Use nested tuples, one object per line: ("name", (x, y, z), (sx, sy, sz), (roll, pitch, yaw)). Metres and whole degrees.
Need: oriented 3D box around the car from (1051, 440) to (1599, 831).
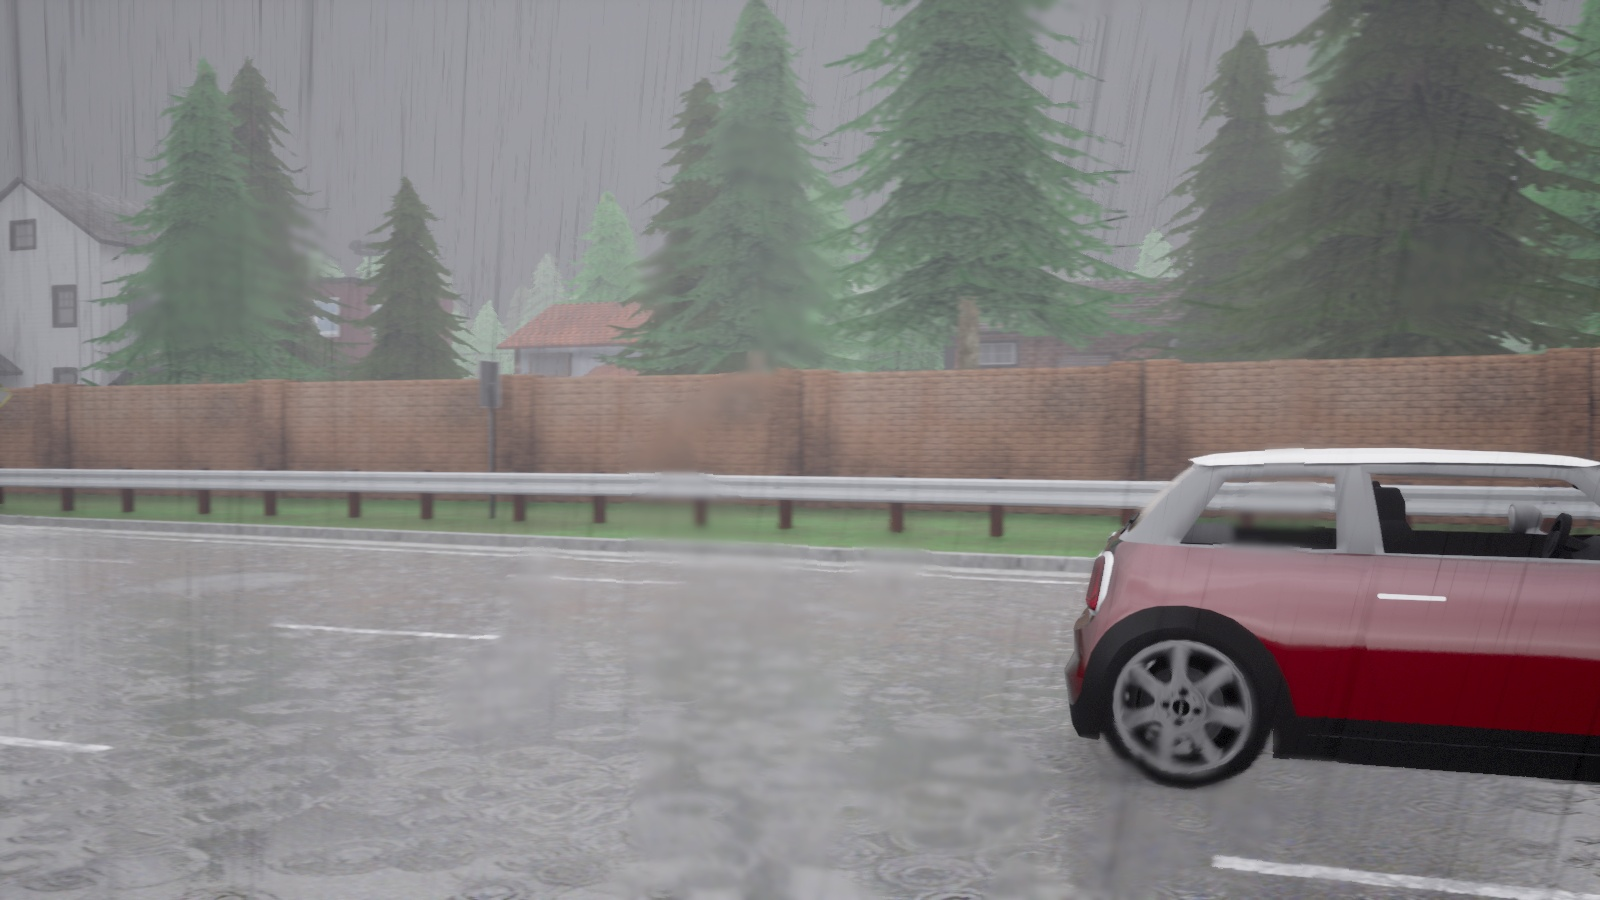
("car", (3.217, 0.711, 5.803), (3.806, 1.475, 1.970), (1, 1, 19))
